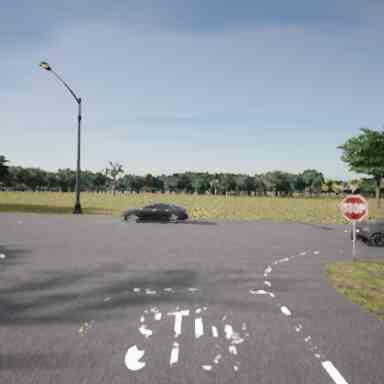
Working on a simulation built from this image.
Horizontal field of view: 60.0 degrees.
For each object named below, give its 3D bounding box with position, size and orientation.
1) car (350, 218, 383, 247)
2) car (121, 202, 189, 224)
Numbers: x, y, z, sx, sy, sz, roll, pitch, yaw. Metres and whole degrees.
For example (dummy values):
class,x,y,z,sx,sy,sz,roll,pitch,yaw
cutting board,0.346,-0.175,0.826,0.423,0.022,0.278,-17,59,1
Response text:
class,x,y,z,sx,sy,sz,roll,pitch,yaw
car,10.492,2.046,17.161,4.181,1.385,1.994,2,1,0
car,-2.653,1.500,24.237,4.892,1.490,1.837,1,1,0
